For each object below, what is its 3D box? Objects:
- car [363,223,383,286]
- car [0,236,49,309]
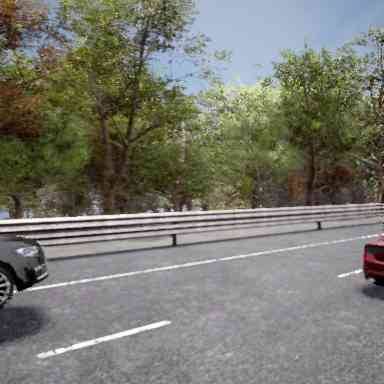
[{"bbox_3d":[6.152,1.452,8.088,5.008,1.535,1.882,0,0,-35],"label":"car"},{"bbox_3d":[-4.726,1.253,4.672,4.902,1.511,2.128,-9,1,-35],"label":"car"}]
